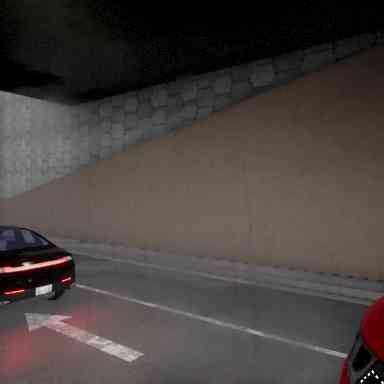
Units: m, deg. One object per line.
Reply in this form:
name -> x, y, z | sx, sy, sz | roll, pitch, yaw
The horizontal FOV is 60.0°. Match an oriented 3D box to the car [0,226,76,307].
car -> -4.550, 1.492, 7.215 | 4.902, 1.511, 2.128 | 0, 0, 36

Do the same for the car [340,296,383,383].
car -> 3.627, 1.221, 1.357 | 5.566, 2.045, 2.150 | 0, 0, 35
